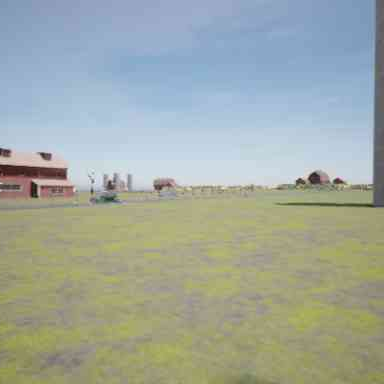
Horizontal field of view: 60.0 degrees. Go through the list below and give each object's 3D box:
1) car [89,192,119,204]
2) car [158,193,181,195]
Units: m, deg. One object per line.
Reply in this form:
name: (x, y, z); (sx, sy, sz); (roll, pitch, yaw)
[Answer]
car: (-13.310, 0.773, 50.503); (2.097, 1.767, 4.553); (1, 1, 36)
car: (-4.186, 0.343, 62.934); (2.033, 1.411, 5.357); (1, 1, 36)
